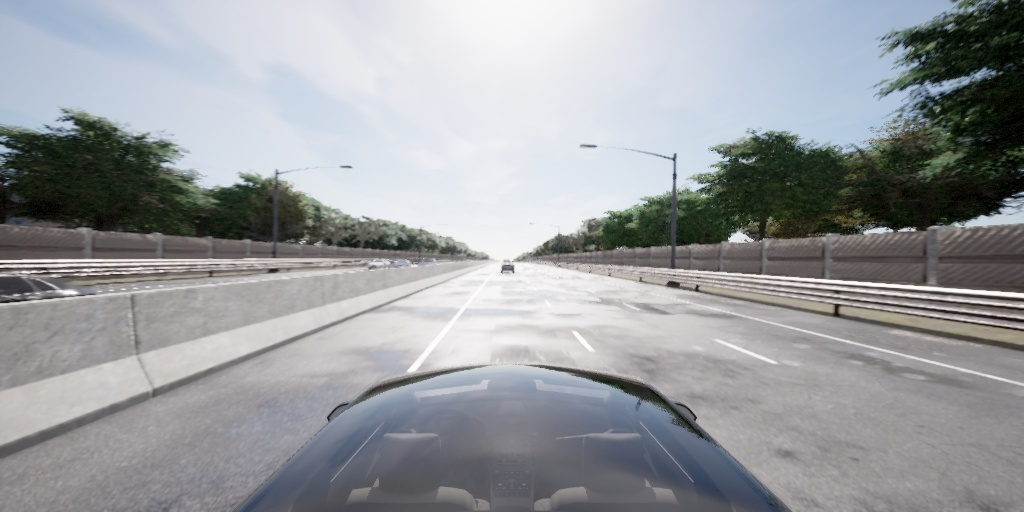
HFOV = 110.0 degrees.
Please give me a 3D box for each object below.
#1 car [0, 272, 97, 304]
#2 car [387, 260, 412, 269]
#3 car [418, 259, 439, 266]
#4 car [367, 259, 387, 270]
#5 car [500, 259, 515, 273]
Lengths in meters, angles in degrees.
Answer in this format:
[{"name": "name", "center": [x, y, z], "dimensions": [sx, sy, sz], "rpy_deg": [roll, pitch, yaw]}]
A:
[{"name": "car", "center": [-10.564, 1.050, 6.344], "dimensions": [1.837, 1.490, 4.892], "rpy_deg": [1, 0, -1]}, {"name": "car", "center": [-14.738, 1.239, 48.301], "dimensions": [1.812, 1.442, 4.674], "rpy_deg": [1, 0, 0]}, {"name": "car", "center": [-11.236, 1.141, 48.459], "dimensions": [2.097, 1.767, 4.553], "rpy_deg": [1, 0, 0]}, {"name": "car", "center": [-18.239, 1.173, 49.517], "dimensions": [1.812, 1.442, 4.674], "rpy_deg": [1, 0, 0]}, {"name": "car", "center": [-0.602, 1.511, 49.051], "dimensions": [2.128, 1.511, 4.902], "rpy_deg": [1, -1, -2]}]
